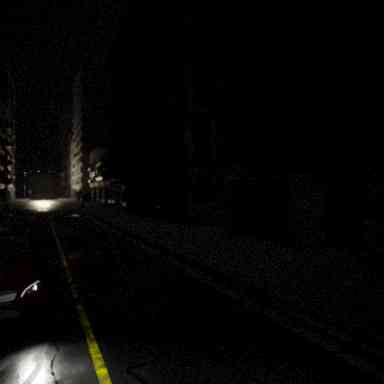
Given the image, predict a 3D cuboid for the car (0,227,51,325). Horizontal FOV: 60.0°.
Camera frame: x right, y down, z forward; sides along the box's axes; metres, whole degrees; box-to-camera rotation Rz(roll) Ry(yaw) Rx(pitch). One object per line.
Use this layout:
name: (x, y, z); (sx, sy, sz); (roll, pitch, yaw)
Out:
car: (-4.041, 1.525, 6.950); (1.812, 1.442, 4.674); (0, 0, -24)
